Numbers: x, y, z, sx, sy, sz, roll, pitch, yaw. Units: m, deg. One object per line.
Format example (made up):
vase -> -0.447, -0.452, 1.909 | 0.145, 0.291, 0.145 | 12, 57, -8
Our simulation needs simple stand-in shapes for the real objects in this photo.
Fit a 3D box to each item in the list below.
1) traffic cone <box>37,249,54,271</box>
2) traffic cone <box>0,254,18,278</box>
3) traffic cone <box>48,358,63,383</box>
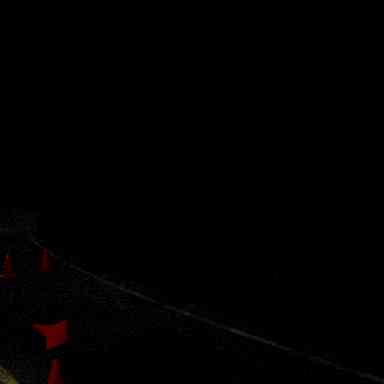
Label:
traffic cone -> -4.147, 1.900, 9.421 | 0.340, 0.580, 0.340 | 1, 1, 39
traffic cone -> -4.774, 1.898, 8.646 | 0.340, 0.580, 0.340 | 1, 1, 39
traffic cone -> -1.363, 1.958, 3.318 | 0.340, 0.580, 0.340 | 1, 0, 39
